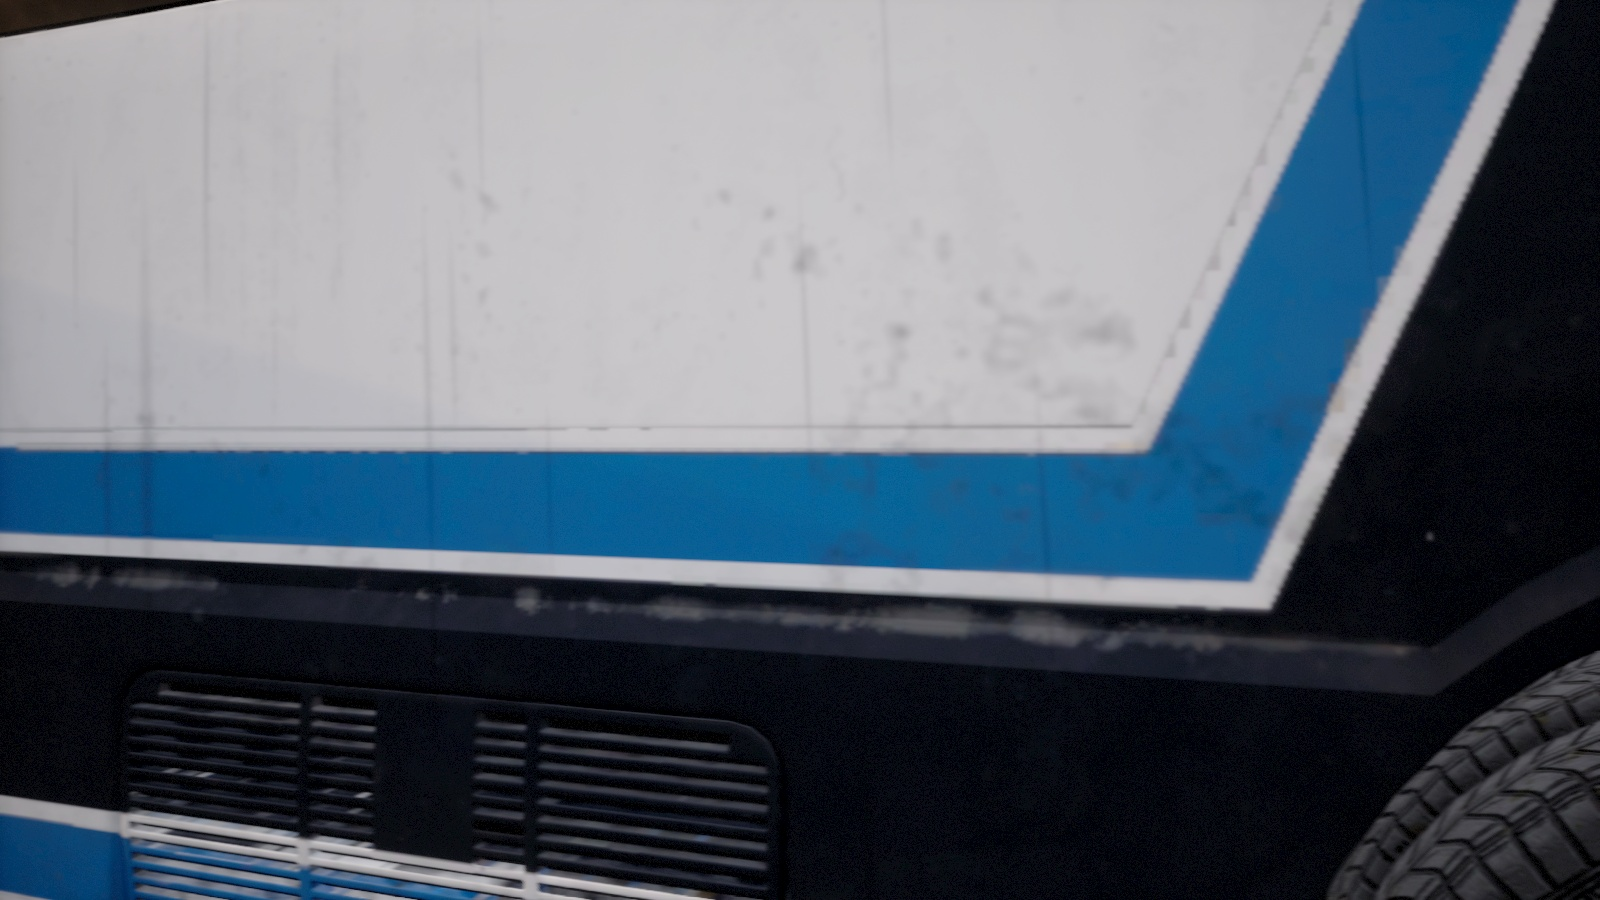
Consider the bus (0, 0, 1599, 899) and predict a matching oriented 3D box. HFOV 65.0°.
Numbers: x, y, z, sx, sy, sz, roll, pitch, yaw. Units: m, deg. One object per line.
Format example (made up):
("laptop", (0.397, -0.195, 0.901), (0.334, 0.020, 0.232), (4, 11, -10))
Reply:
("bus", (-0.739, -0.611, 3.660), (10.273, 4.253, 3.944), (1, 1, 22))
